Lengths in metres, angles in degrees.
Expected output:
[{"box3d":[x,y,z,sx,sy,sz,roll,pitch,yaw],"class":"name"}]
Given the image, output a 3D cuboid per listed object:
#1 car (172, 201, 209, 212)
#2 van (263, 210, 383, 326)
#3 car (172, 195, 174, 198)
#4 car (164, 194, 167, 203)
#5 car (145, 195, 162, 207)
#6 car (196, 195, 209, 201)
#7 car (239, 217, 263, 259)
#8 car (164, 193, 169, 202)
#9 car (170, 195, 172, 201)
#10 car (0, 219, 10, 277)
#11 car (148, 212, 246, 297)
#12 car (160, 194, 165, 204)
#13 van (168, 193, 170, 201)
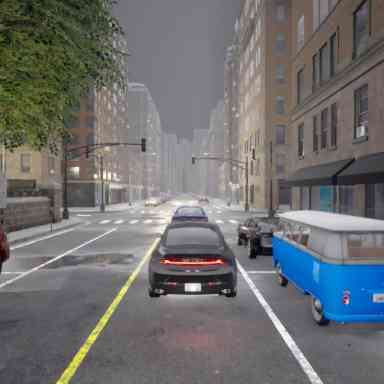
[{"box3d":[-0.104,1.471,18.032,1.882,1.535,5.008,0,0,0],"class":"car"},{"box3d":[2.808,1.340,6.794,1.690,1.788,3.998,0,0,0],"class":"van"},{"box3d":[-6.317,1.284,83.079,2.192,1.841,5.009,0,0,0],"class":"car"},{"box3d":[-6.145,1.511,61.276,1.887,1.381,4.507,0,0,0],"class":"car"},{"box3d":[-6.058,1.495,50.205,1.752,1.417,4.829,0,0,0],"class":"car"},{"box3d":[2.336,1.406,66.830,1.967,1.590,4.097,0,0,0],"class":"car"},{"box3d":[2.764,1.562,12.455,1.947,1.339,4.313,0,0,0],"class":"car"},{"box3d":[-6.188,1.510,66.727,1.887,1.381,4.507,0,0,0],"class":"car"},{"box3d":[-6.273,1.518,77.628,2.008,1.369,4.403,0,0,0],"class":"car"},{"box3d":[-5.717,1.314,6.688,2.192,1.841,5.009,0,0,0],"class":"car"},{"box3d":[0.009,1.503,8.536,1.837,1.490,4.892,0,0,0],"class":"car"},{"box3d":[-6.102,1.518,55.825,2.008,1.369,4.403,0,0,0],"class":"car"},{"box3d":[-6.231,1.307,72.177,1.690,1.788,3.998,0,0,0],"class":"van"}]
